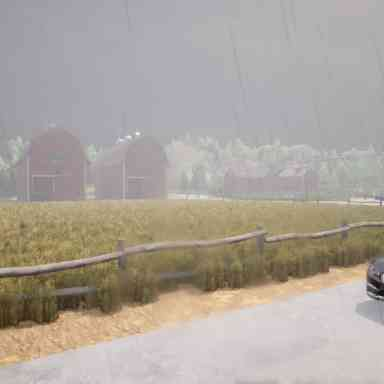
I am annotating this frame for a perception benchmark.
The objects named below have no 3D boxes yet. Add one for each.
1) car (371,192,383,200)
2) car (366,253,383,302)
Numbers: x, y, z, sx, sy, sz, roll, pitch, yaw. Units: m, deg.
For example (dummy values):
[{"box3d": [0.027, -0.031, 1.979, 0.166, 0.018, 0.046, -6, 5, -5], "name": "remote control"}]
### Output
[{"box3d": [40.061, 0.902, 68.103, 2.242, 1.667, 4.611, -1, 0, -32], "name": "car"}, {"box3d": [5.671, 1.469, 7.021, 4.902, 1.511, 2.128, 0, 0, -32], "name": "car"}]
